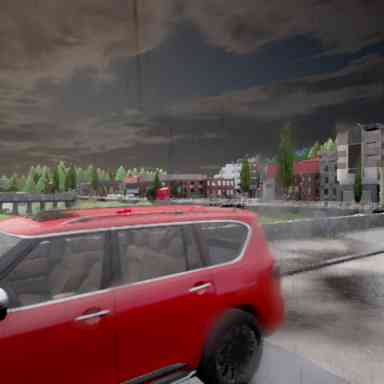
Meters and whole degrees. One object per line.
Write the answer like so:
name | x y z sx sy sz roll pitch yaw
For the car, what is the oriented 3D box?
car | -1.350 1.222 3.643 5.566 2.045 2.150 0 0 -37
